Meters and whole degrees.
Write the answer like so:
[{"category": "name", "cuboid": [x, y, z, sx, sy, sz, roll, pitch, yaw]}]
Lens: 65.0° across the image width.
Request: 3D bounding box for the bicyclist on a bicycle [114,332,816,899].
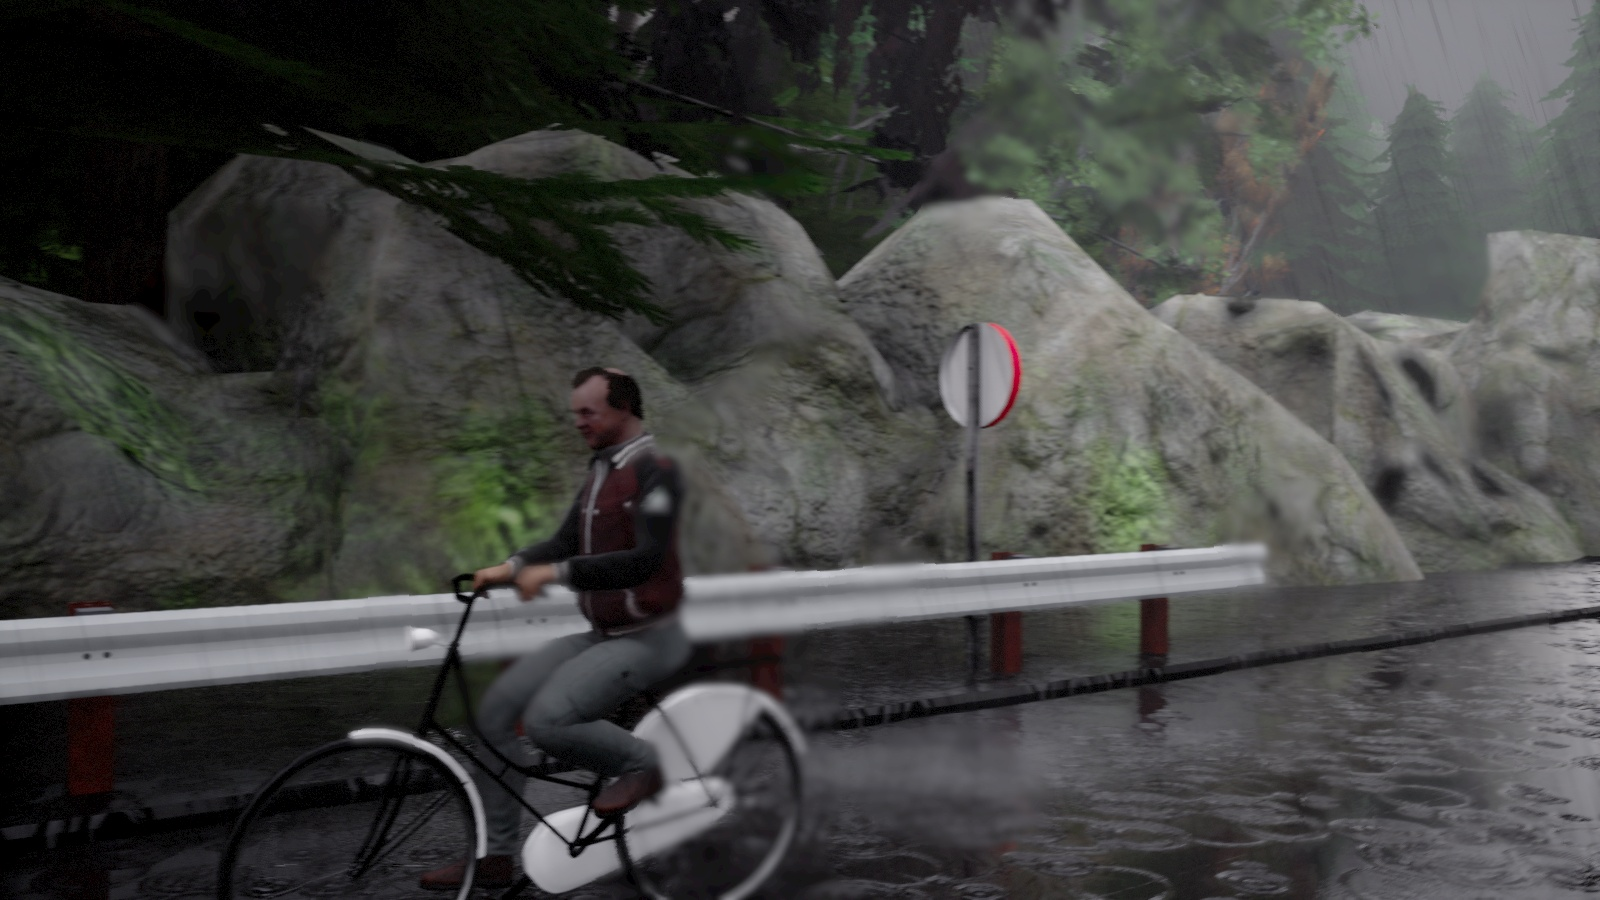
[{"category": "bicyclist on a bicycle", "cuboid": [-0.899, 0.630, 3.642, 1.843, 1.776, 0.659, 1, -1, -35]}]
